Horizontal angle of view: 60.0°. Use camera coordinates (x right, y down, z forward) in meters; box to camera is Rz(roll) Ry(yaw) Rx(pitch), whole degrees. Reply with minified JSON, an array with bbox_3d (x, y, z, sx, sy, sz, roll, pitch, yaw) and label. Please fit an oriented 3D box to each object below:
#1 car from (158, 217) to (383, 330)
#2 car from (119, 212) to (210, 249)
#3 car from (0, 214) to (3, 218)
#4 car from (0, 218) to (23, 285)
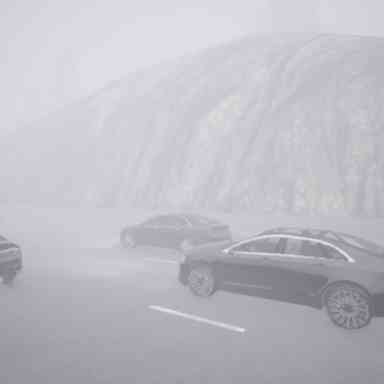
[{"bbox_3d":[1.911,1.502,6.928,4.902,1.511,2.128,0,0,36],"label":"car"},{"bbox_3d":[-0.781,1.543,13.148,4.892,1.490,1.837,0,0,36],"label":"car"},{"bbox_3d":[-15.474,1.724,23.629,4.718,1.301,1.895,0,0,36],"label":"car"},{"bbox_3d":[-6.230,1.538,8.437,4.902,1.511,2.128,0,0,36],"label":"car"}]
